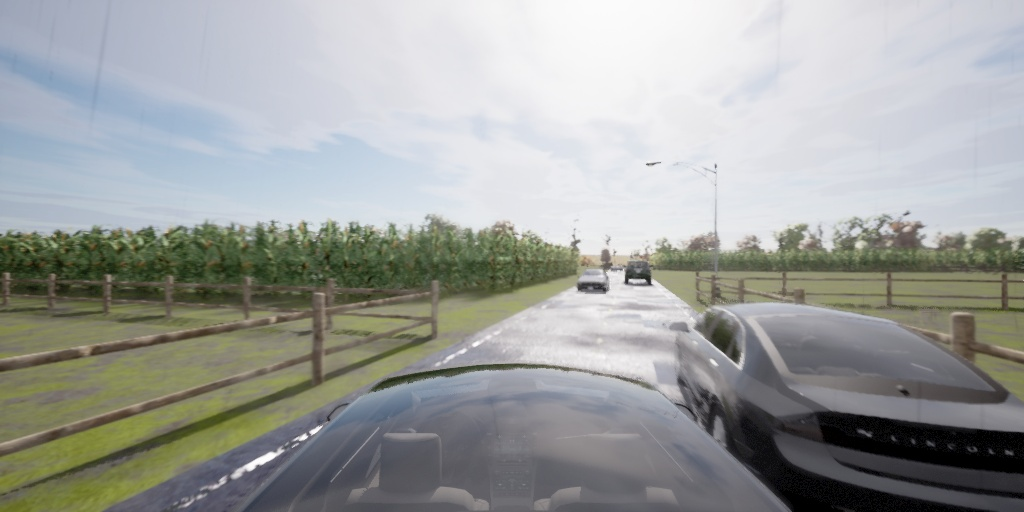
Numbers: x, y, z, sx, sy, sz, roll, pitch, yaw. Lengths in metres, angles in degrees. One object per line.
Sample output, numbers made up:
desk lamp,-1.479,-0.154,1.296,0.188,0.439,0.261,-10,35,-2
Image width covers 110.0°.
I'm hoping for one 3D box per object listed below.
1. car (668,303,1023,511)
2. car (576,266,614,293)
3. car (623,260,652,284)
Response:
car,3.097,1.299,4.167,1.837,1.490,4.892,0,-1,18
car,5.567,1.603,24.167,2.033,1.411,5.357,0,-1,18
car,11.163,1.391,31.935,2.150,2.045,5.566,0,-1,18
